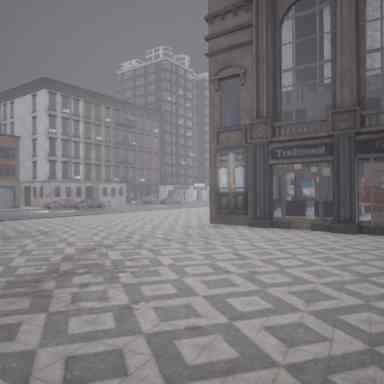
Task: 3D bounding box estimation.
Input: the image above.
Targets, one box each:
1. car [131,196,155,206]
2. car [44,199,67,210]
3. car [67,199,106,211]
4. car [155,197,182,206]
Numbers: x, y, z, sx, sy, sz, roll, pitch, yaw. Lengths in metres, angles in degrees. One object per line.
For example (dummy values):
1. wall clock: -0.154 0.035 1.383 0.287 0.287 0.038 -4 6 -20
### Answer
1. car: -7.701 1.461 53.431 2.128 1.511 4.902 -1 0 36
2. car: -16.226 1.564 41.564 1.994 1.385 4.181 -1 0 36
3. car: -12.691 1.533 40.946 1.994 1.385 4.181 -1 0 35
4. car: -3.448 1.501 53.756 1.994 1.385 4.181 -1 0 36
